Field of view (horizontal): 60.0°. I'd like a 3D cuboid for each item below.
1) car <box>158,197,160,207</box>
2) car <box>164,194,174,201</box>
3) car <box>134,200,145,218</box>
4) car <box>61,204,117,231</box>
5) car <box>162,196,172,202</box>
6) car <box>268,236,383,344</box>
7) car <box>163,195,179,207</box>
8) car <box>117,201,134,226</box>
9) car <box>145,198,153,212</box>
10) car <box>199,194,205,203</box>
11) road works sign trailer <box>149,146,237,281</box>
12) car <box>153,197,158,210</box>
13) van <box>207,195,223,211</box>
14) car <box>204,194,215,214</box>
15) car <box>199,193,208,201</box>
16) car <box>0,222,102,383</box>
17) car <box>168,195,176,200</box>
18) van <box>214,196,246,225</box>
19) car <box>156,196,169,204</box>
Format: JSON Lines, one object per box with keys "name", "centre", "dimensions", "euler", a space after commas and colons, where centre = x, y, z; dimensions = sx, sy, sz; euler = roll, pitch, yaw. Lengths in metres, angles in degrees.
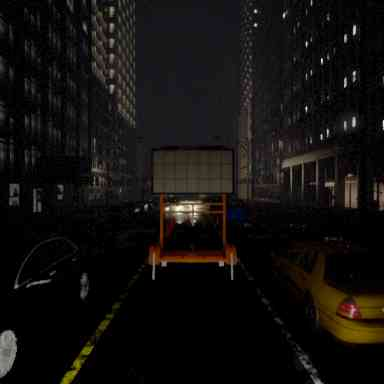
{"name": "car", "centre": [-5.586, 1.541, 51.903], "dimensions": [2.008, 1.369, 4.403], "euler": [-1, 0, 0]}
{"name": "car", "centre": [-5.526, 1.423, 80.321], "dimensions": [1.967, 1.590, 4.097], "euler": [-1, 0, 0]}
{"name": "car", "centre": [-5.635, 1.539, 29.168], "dimensions": [1.887, 1.381, 4.507], "euler": [-1, 0, 0]}
{"name": "car", "centre": [-5.660, 1.547, 17.801], "dimensions": [2.008, 1.369, 4.403], "euler": [-1, 0, 0]}
{"name": "car", "centre": [-5.537, 1.566, 74.637], "dimensions": [1.802, 1.307, 4.206], "euler": [-1, 0, 0]}
{"name": "car", "centre": [2.697, 1.524, 6.586], "dimensions": [1.752, 1.417, 4.829], "euler": [-1, 0, 0]}
{"name": "car", "centre": [-2.893, 1.495, 49.815], "dimensions": [1.837, 1.490, 4.892], "euler": [0, 0, 0]}
{"name": "car", "centre": [-5.647, 1.561, 23.485], "dimensions": [1.947, 1.339, 4.313], "euler": [-1, 0, 0]}
{"name": "car", "centre": [-5.624, 1.544, 34.852], "dimensions": [2.008, 1.369, 4.403], "euler": [-1, 0, 0]}
{"name": "car", "centre": [2.819, 1.538, 63.252], "dimensions": [2.008, 1.369, 4.403], "euler": [-1, 0, 0]}
{"name": "road works sign trailer", "centre": [0.025, 0.462, 9.825], "dimensions": [2.380, 3.560, 2.880], "euler": [0, 0, 0]}
{"name": "car", "centre": [-5.610, 1.574, 40.536], "dimensions": [1.802, 1.307, 4.206], "euler": [-1, 0, 0]}
{"name": "van", "centre": [2.768, 1.333, 40.518], "dimensions": [1.690, 1.788, 3.998], "euler": [-1, 0, 0]}
{"name": "car", "centre": [2.755, 1.308, 34.834], "dimensions": [2.192, 1.841, 5.009], "euler": [-1, 0, 0]}
{"name": "car", "centre": [2.865, 1.296, 85.987], "dimensions": [2.192, 1.841, 5.009], "euler": [-1, 0, 0]}
{"name": "car", "centre": [-3.091, 1.504, 5.370], "dimensions": [1.837, 1.490, 4.892], "euler": [0, 0, 0]}
{"name": "car", "centre": [-5.501, 1.505, 91.519], "dimensions": [1.752, 1.417, 4.829], "euler": [-1, 0, 0]}
{"name": "van", "centre": [2.731, 1.337, 23.467], "dimensions": [1.690, 1.788, 3.998], "euler": [-1, 0, 0]}
{"name": "car", "centre": [-5.562, 1.538, 63.270], "dimensions": [2.008, 1.369, 4.403], "euler": [-1, 0, 0]}
